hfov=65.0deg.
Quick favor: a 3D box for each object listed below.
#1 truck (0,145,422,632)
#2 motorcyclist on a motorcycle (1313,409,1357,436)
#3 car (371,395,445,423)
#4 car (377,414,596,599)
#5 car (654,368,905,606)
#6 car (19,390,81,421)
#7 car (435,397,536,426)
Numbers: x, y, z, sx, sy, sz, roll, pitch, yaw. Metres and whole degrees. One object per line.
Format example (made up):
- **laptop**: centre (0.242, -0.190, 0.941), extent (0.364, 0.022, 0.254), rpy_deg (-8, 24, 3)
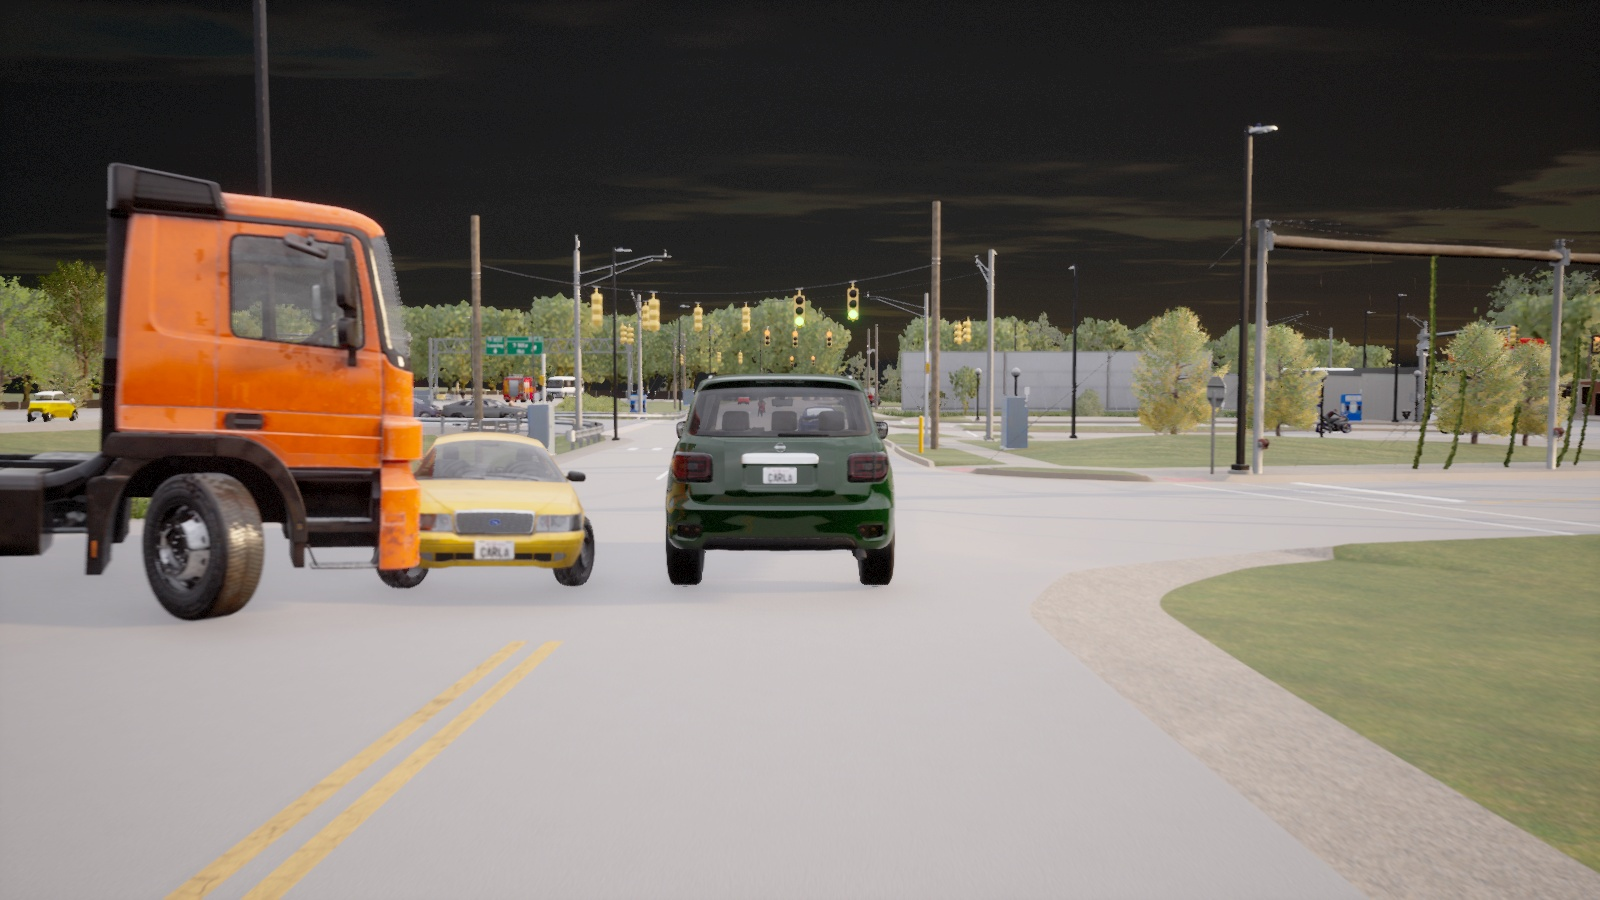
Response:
- **truck**: centre (-7.307, -0.525, 9.791), extent (7.936, 3.462, 2.891), rpy_deg (1, 3, -24)
- **motorcyclist on a motorcycle**: centre (31.648, -1.636, 74.318), extent (2.191, 1.530, 0.866), rpy_deg (-1, 4, -5)
- **car**: centre (-22.403, -2.350, 71.805), extent (3.633, 1.501, 1.845), rpy_deg (2, 3, 0)
- **car**: centre (-3.416, 0.451, 13.491), extent (1.801, 1.575, 5.366), rpy_deg (2, 1, -15)
- **car**: centre (-0.197, 0.250, 13.565), extent (2.150, 2.045, 5.566), rpy_deg (0, 1, 0)
- **car**: centre (-33.759, -2.016, 56.566), extent (1.481, 1.376, 2.207), rpy_deg (0, 3, 0)
- **car**: centre (-17.063, -2.110, 68.279), extent (4.902, 1.511, 2.128), rpy_deg (0, 3, 2)
